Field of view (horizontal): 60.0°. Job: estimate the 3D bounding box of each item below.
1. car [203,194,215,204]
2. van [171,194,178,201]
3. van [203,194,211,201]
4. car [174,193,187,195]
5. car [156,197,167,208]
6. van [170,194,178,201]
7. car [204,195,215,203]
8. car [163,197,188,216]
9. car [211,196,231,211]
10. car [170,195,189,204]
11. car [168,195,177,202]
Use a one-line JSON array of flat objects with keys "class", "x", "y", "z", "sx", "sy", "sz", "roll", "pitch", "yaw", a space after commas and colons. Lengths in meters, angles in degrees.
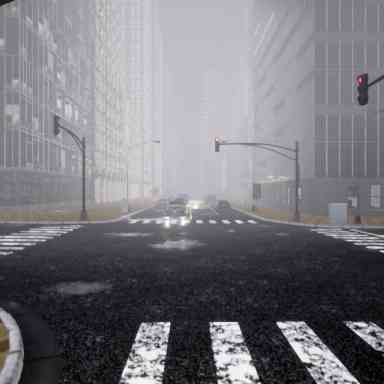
[{"class": "car", "x": 3.625, "y": 1.312, "z": 63.858, "sx": 2.192, "sy": 1.841, "sz": 5.009, "roll": 0, "pitch": 0, "yaw": 0}, {"class": "van", "x": -4.404, "y": 1.314, "z": 85.915, "sx": 1.690, "sy": 1.788, "sz": 3.998, "roll": 0, "pitch": 0, "yaw": 0}, {"class": "van", "x": 3.513, "y": 1.320, "z": 80.441, "sx": 1.690, "sy": 1.788, "sz": 3.998, "roll": 0, "pitch": 0, "yaw": 0}, {"class": "car", "x": -1.729, "y": 1.223, "z": 61.250, "sx": 2.150, "sy": 2.045, "sz": 5.566, "roll": 0, "pitch": 0, "yaw": 0}, {"class": "car", "x": -4.143, "y": 1.592, "z": 47.223, "sx": 1.802, "sy": 1.307, "sz": 4.206, "roll": 0, "pitch": 0, "yaw": 0}, {"class": "van", "x": -4.367, "y": 1.320, "z": 80.388, "sx": 1.690, "sy": 1.788, "sz": 3.998, "roll": 0, "pitch": 0, "yaw": 0}, {"class": "car", "x": 3.588, "y": 1.431, "z": 69.386, "sx": 1.967, "sy": 1.590, "sz": 4.097, "roll": 0, "pitch": 0, "yaw": 0}, {"class": "car", "x": -1.585, "y": 1.542, "z": 33.103, "sx": 1.812, "sy": 1.442, "sz": 4.674, "roll": 0, "pitch": 0, "yaw": 0}, {"class": "car", "x": 3.823, "y": 1.579, "z": 41.749, "sx": 1.947, "sy": 1.339, "sz": 4.313, "roll": 0, "pitch": 0, "yaw": 0}, {"class": "car", "x": -1.651, "y": 1.515, "z": 43.463, "sx": 1.837, "sy": 1.490, "sz": 4.892, "roll": 0, "pitch": 0, "yaw": 0}, {"class": "car", "x": -4.329, "y": 1.425, "z": 74.861, "sx": 1.967, "sy": 1.590, "sz": 4.097, "roll": 0, "pitch": 0, "yaw": 0}]
